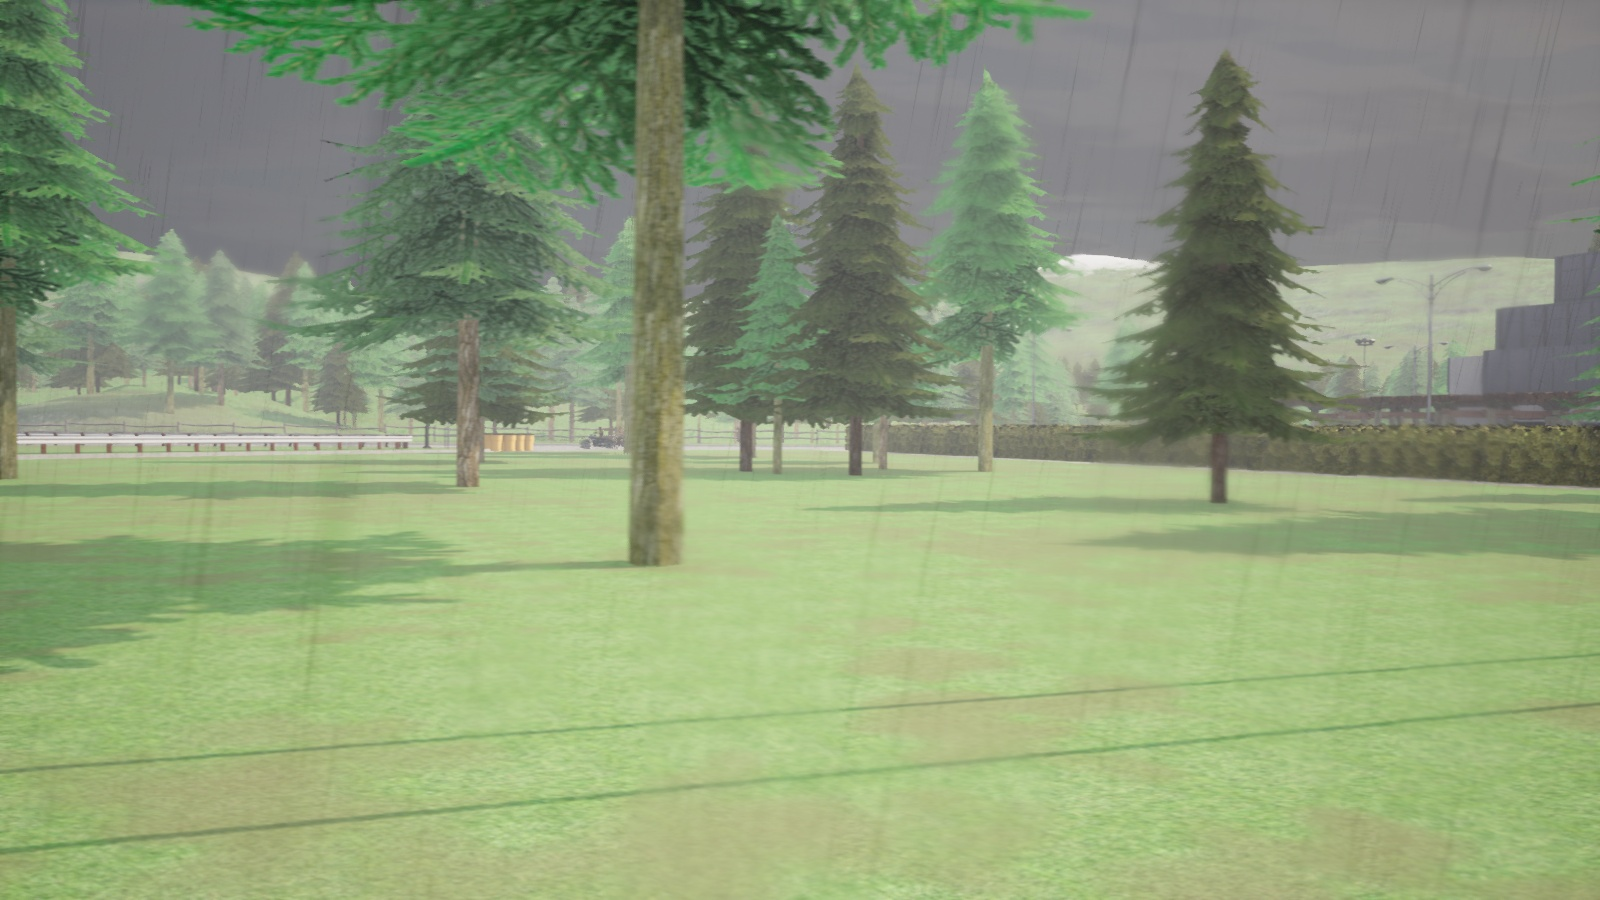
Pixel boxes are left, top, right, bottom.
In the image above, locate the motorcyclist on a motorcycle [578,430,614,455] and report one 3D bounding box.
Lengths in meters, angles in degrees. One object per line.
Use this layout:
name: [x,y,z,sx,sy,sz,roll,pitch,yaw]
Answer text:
motorcyclist on a motorcycle: [-14.167,-0.520,87.348,2.350,1.649,0.766,-1,1,-21]
